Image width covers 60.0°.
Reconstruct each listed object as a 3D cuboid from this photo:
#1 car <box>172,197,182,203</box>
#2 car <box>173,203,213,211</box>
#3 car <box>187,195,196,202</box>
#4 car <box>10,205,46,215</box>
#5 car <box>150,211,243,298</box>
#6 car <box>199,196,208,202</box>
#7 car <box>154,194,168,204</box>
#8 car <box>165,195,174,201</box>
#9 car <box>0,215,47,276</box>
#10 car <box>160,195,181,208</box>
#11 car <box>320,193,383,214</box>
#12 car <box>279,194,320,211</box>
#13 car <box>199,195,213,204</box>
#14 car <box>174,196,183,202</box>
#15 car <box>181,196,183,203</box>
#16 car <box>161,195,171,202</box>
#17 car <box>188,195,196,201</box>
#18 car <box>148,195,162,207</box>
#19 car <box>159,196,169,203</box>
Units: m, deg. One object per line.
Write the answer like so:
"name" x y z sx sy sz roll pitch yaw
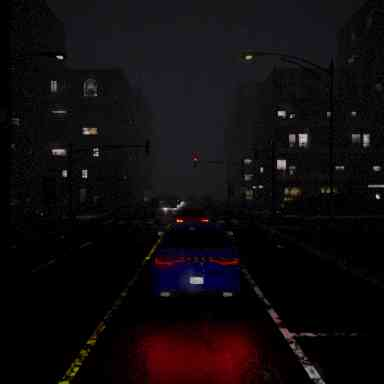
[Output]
"car" -3.081 1.626 68.180 1.895 1.301 4.718 0 0 0
"car" 0.080 1.526 17.931 1.812 1.442 4.674 0 0 1
"car" -0.077 1.508 75.230 1.882 1.535 5.008 0 0 0
"car" -16.708 1.888 32.080 4.718 1.301 1.895 -1 0 -1
"car" 0.094 1.477 8.590 1.882 1.535 5.008 0 0 0
"car" 2.614 1.612 74.560 1.802 1.307 4.206 0 0 0
"car" -5.756 1.336 63.184 2.192 1.841 5.009 0 0 0
"car" -5.779 1.480 85.915 1.967 1.590 4.097 0 0 0
"car" -5.750 1.582 9.796 1.802 1.307 4.206 0 0 0
"car" -3.130 1.560 49.190 2.033 1.411 5.357 0 0 -1
"car" 14.664 1.029 29.778 5.009 1.841 2.192 -1 1 -1
"car" 11.749 1.262 35.558 4.892 1.490 1.837 -1 0 -1
"car" 2.630 1.458 57.512 1.967 1.590 4.097 0 0 0
"car" -3.082 1.621 78.519 1.895 1.301 4.718 0 0 0
"car" -3.139 1.370 58.672 2.097 1.767 4.553 0 0 0
"car" -5.767 1.470 74.549 1.967 1.590 4.097 0 0 0
"car" -0.092 1.570 90.509 2.128 1.511 4.902 0 0 0
"car" -5.743 1.580 51.819 1.947 1.339 4.313 0 0 0
"car" -5.761 1.551 68.697 1.752 1.417 4.829 0 0 0
